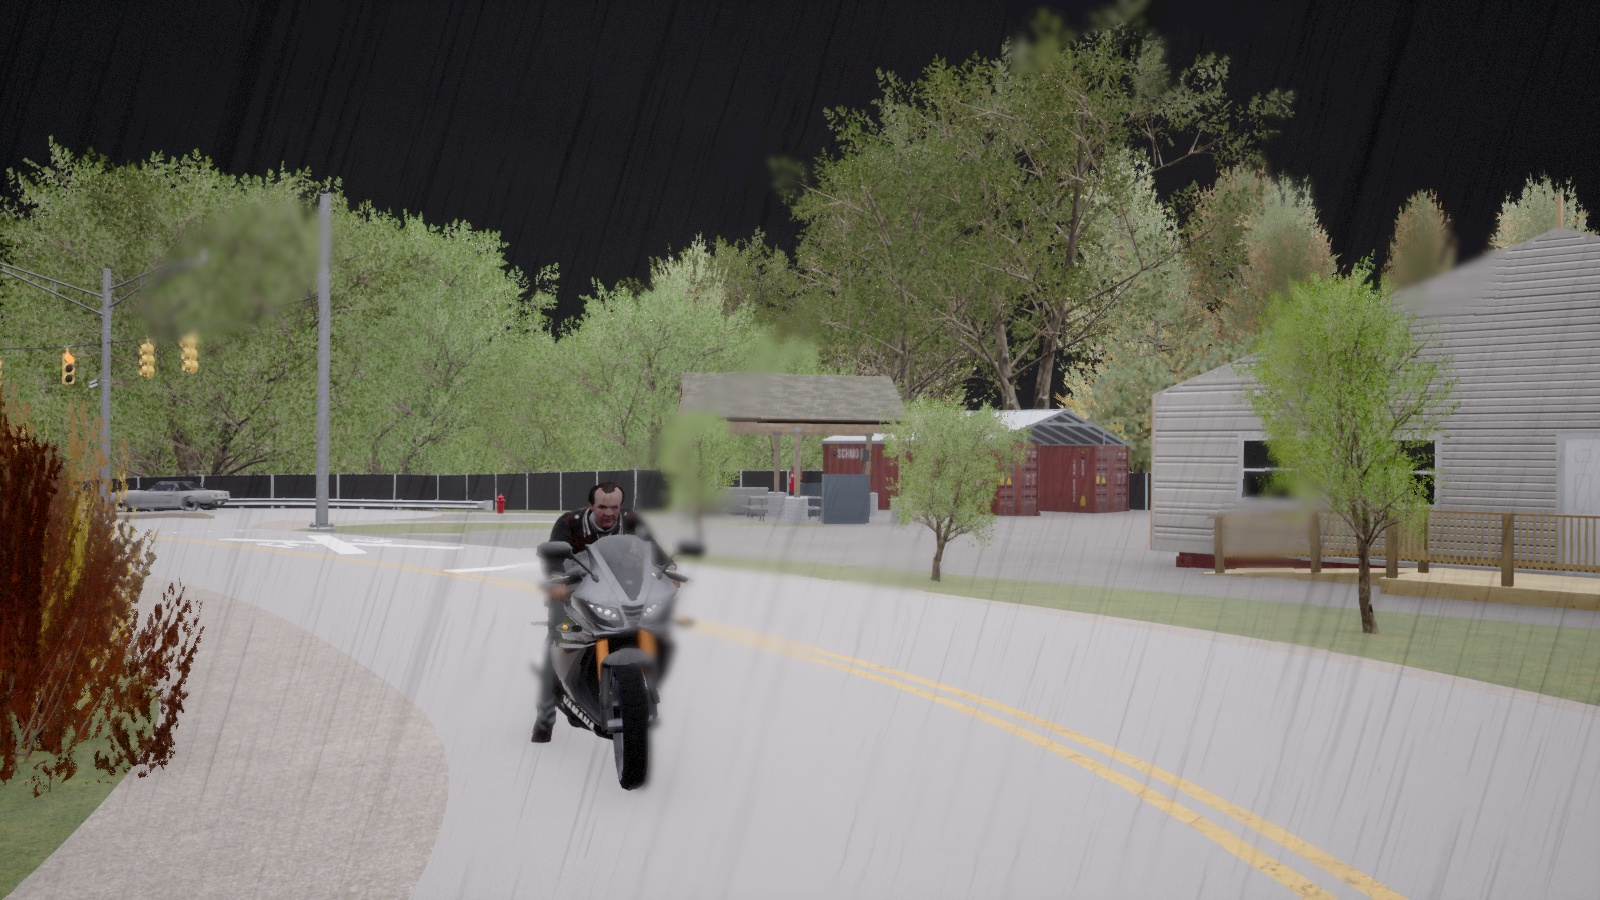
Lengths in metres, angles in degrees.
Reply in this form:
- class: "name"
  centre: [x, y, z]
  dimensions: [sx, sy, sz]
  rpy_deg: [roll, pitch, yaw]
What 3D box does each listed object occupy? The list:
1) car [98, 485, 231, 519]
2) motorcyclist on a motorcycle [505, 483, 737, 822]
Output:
- class: "car"
  centre: [-27.165, 2.225, 53.829]
  dimensions: [4.718, 1.301, 1.895]
  rpy_deg: [-1, -1, -5]
- class: "motorcyclist on a motorcycle"
  centre: [-1.077, 0.965, 6.969]
  dimensions: [0.866, 1.530, 2.191]
  rpy_deg: [0, -1, -19]
